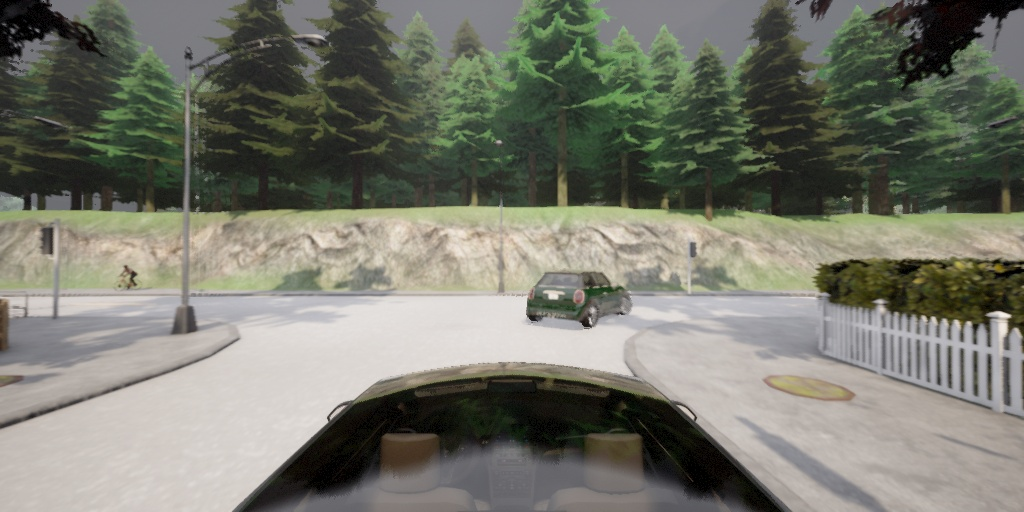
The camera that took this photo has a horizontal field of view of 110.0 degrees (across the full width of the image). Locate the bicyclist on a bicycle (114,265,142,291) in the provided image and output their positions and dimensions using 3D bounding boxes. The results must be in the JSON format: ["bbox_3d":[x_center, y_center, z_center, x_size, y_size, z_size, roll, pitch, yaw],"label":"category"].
[{"bbox_3d":[-24.047,1.373,22.463,0.582,1.620,1.656,0,0,0],"label":"bicyclist on a bicycle"}]

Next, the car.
[{"bbox_3d":[2.445,1.244,12.333,2.097,1.767,4.553,0,-1,35],"label":"car"}]
